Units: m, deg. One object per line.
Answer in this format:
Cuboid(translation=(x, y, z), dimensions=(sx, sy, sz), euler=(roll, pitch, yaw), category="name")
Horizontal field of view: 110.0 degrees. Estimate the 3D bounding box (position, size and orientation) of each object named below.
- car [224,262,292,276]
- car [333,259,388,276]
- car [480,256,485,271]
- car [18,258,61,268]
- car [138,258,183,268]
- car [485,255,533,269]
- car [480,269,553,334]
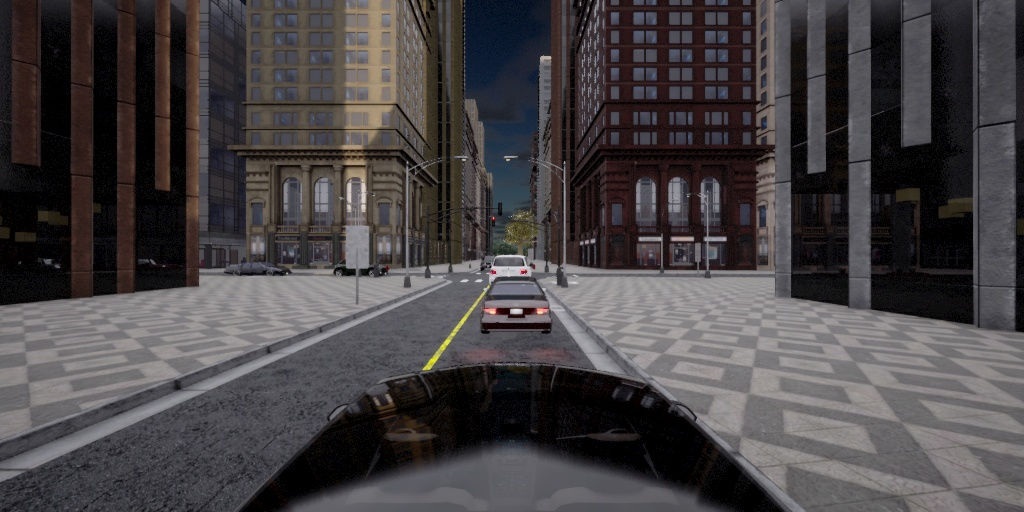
Cuboid(translation=(-23.573, 1.220, 33.332), dimensions=(5.357, 1.411, 2.033), euler=(0, 0, 0), category="car")
Cuboid(translation=(-13.992, 1.052, 33.339), dimensions=(4.553, 1.767, 2.097), euler=(0, 0, 0), category="car")
Cuboid(translation=(-3.132, 0.969, 49.484), dimensions=(2.150, 2.045, 5.566), euler=(0, 0, -1), category="car")
Cuboid(translation=(-43.161, 0.979, 33.370), dimensions=(4.553, 1.767, 2.097), euler=(0, 0, 0), category="car")
Cuboid(translation=(-33.360, 1.001, 33.340), dimensions=(4.553, 1.767, 2.097), euler=(0, 0, 0), category="car")
Cuboid(translation=(0.015, 0.971, 20.854), dimensions=(2.150, 2.045, 5.566), euler=(0, 0, 4), category="car")
Cuboid(translation=(0.091, 1.297, 10.609), dimensions=(2.033, 1.411, 5.357), euler=(0, 0, 0), category="car")
